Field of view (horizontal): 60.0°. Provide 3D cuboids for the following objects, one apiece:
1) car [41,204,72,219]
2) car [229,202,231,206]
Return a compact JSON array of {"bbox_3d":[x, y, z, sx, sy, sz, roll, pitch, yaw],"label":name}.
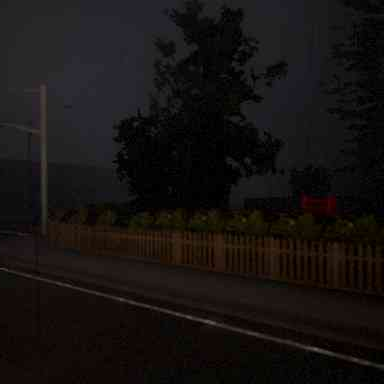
[{"bbox_3d":[-9.700,1.689,26.973,2.128,1.511,4.902,-1,0,35],"label":"car"},{"bbox_3d":[4.272,1.800,52.800,2.033,1.411,5.357,-1,0,35],"label":"car"}]
